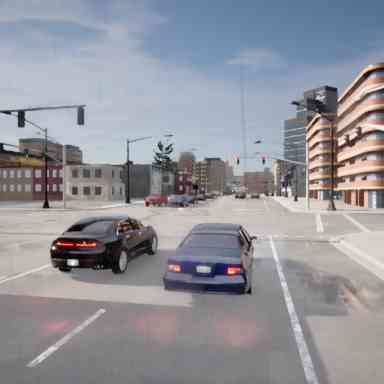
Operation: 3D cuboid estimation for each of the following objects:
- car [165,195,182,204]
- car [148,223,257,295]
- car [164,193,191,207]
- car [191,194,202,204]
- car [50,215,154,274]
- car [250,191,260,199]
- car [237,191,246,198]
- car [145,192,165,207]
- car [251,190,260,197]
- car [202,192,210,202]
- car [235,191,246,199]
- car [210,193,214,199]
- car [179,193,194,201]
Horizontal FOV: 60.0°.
[{"bbox_3d":[-3.270,1.234,58.863,1.812,1.442,4.674,0,1,12],"label":"car"},{"bbox_3d":[0.705,1.547,8.902,2.033,1.411,5.357,0,0,11],"label":"car"},{"bbox_3d":[-1.961,1.220,47.430,2.097,1.767,4.553,0,1,11],"label":"car"},{"bbox_3d":[-0.204,1.232,56.341,2.128,1.511,4.902,0,1,11],"label":"car"},{"bbox_3d":[-2.513,1.504,10.645,1.837,1.490,4.892,0,0,11],"label":"car"},{"bbox_3d":[14.320,0.876,75.389,2.128,1.511,4.902,0,1,11],"label":"car"},{"bbox_3d":[12.964,0.547,86.667,2.097,1.767,4.553,0,1,11],"label":"car"},{"bbox_3d":[-5.169,1.077,49.305,2.150,2.045,5.566,0,1,11],"label":"car"},{"bbox_3d":[16.320,0.459,85.593,2.097,1.767,4.553,0,1,11],"label":"car"},{"bbox_3d":[1.747,1.115,65.991,2.033,1.411,5.357,0,1,12],"label":"car"},{"bbox_3d":[11.072,0.897,77.014,1.994,1.385,4.181,0,1,11],"label":"car"},{"bbox_3d":[3.786,0.857,76.232,1.882,1.535,5.008,0,1,11],"label":"car"},{"bbox_3d":[-1.152,1.069,69.237,2.033,1.411,5.357,0,1,11],"label":"car"}]
